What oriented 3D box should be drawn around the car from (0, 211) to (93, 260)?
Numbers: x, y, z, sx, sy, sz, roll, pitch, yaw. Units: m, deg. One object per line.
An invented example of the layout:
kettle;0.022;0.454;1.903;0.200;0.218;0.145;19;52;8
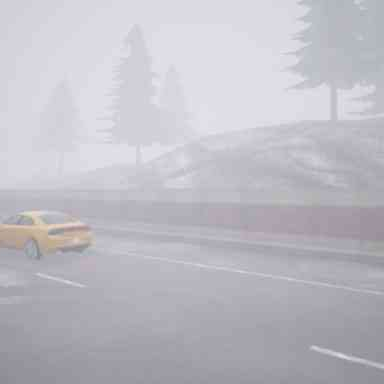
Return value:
car;-5.838;1.445;12.453;5.008;1.535;1.882;0;0;36
